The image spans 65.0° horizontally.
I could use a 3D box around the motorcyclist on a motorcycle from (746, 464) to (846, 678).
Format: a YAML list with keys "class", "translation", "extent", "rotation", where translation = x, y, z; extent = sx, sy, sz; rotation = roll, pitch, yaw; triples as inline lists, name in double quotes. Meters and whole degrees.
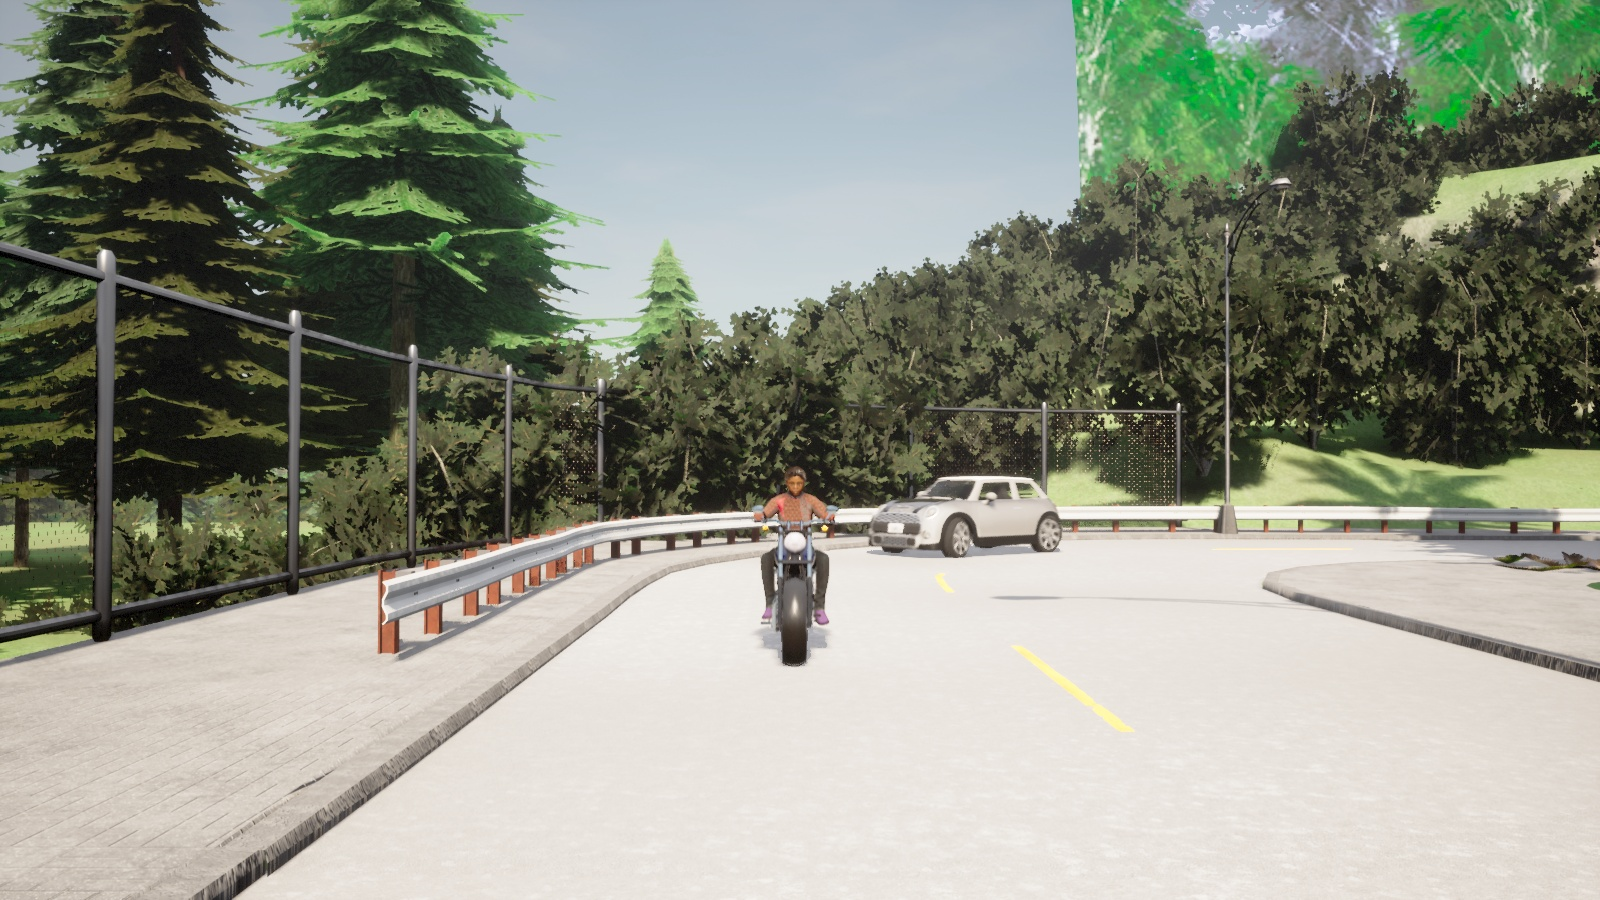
- class: "motorcyclist on a motorcycle"
  translation: [-0.036, 0.947, 10.850]
  extent: [0.766, 1.649, 2.350]
  rotation: [0, -1, 0]

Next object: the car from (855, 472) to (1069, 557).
- class: "car"
  translation: [3.123, 1.170, 23.930]
  extent: [3.806, 1.475, 1.970]
  rotation: [1, -1, -40]
